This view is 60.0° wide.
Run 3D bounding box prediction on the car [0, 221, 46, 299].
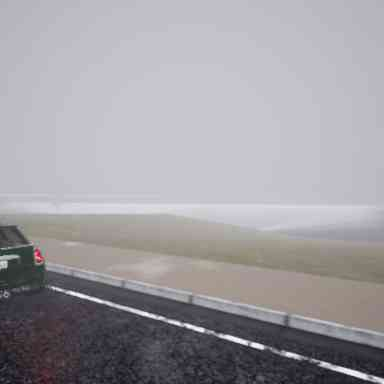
[{"bbox_3d":[-5.336,1.395,7.489,4.553,1.767,2.097,0,0,36],"label":"car"}]
